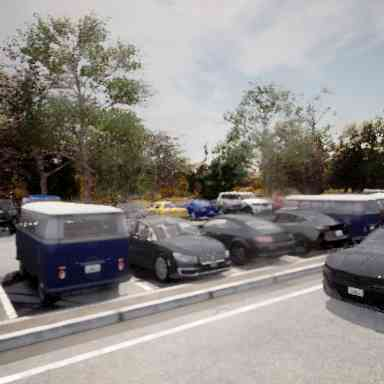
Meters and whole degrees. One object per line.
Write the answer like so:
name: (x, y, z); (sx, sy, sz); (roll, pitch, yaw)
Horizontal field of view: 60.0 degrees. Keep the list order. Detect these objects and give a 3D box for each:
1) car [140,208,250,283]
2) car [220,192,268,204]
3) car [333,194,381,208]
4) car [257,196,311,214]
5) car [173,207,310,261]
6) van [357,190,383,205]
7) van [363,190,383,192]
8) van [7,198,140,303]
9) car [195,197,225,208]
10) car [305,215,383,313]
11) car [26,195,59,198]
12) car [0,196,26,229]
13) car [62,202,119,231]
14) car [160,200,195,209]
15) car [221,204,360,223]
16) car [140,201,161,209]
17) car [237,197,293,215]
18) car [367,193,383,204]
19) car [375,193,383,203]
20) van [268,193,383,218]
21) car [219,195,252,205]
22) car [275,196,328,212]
car: (-0.891, 1.470, 9.942); (2.231, 1.521, 4.892); (-1, 0, -36)
car: (4.546, 1.039, 29.885); (2.435, 2.045, 5.566); (-1, 1, -36)
car: (20.342, 1.056, 41.203); (2.163, 1.488, 4.792); (-1, 1, -36)
car: (9.042, 1.215, 33.148); (2.097, 1.535, 5.008); (-1, 1, -36)
car: (1.393, 1.486, 11.568); (2.002, 1.452, 4.674); (-1, 0, -36)
van: (24.766, 0.725, 44.551); (1.878, 1.987, 4.442); (-1, 1, -36)
van: (12.719, 1.052, 19.830); (1.878, 1.987, 4.442); (-1, 1, -36)
van: (-3.239, 1.266, 8.396); (1.878, 1.987, 4.442); (-1, 0, -36)
car: (0.022, 1.363, 26.673); (2.097, 1.535, 5.008); (-1, 0, -36)
car: (4.826, 1.405, 7.135); (5.008, 1.535, 1.882); (-1, 0, -36)
car: (-8.994, 1.224, 20.184); (2.435, 2.045, 5.566); (-1, 0, -36)
car: (-11.285, 1.245, 18.613); (2.435, 2.045, 5.566); (0, 0, -36)
car: (-6.770, 1.482, 21.848); (2.163, 1.488, 4.792); (-1, 0, -36)
car: (-2.346, 1.393, 25.210); (1.946, 1.575, 5.366); (-1, 0, -36)
car: (3.657, 1.449, 13.229); (2.163, 1.488, 4.792); (-1, 0, -36)
car: (-4.474, 1.458, 23.422); (2.163, 1.488, 4.792); (-1, 0, -36)
car: (6.785, 1.252, 31.531); (2.097, 1.535, 5.008); (-1, 1, -36)
car: (27.094, 0.953, 46.072); (2.002, 1.452, 4.674); (-1, 1, -36)
car: (29.352, 0.876, 47.687); (2.097, 1.535, 5.008); (-1, 1, -36)
van: (5.882, 1.161, 14.931); (1.878, 1.987, 4.442); (-1, 0, -36)
car: (2.281, 1.329, 28.290); (2.231, 1.521, 4.892); (-1, 1, -36)
car: (11.297, 1.178, 34.765); (2.231, 1.521, 4.892); (-1, 1, -36)
